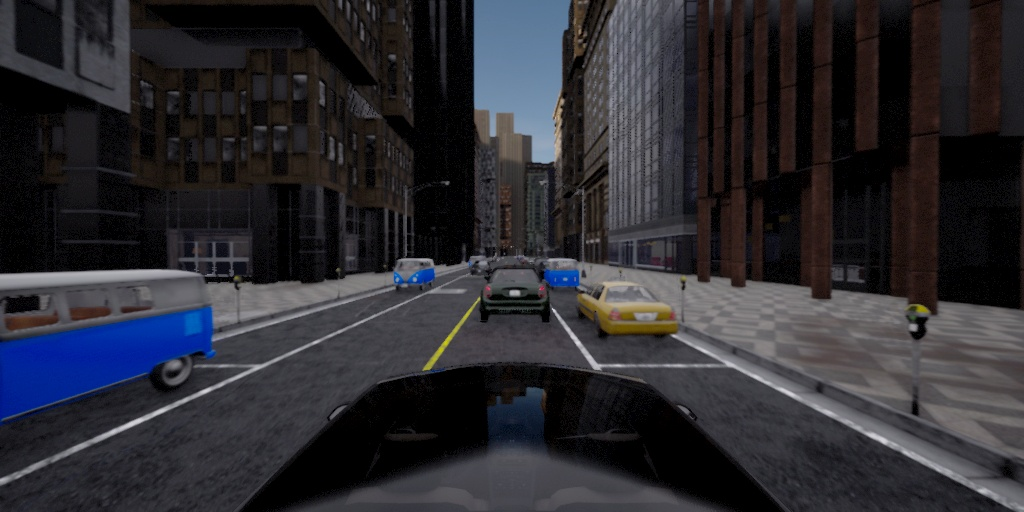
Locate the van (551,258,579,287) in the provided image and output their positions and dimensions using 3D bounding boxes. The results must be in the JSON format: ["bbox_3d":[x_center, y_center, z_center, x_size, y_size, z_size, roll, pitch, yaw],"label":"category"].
[{"bbox_3d":[2.862,1.032,21.096,1.690,1.789,3.998,0,0,0],"label":"van"}]

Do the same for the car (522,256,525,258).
[{"bbox_3d":[2.871,1.128,54.989,2.007,1.370,4.403,0,0,0],"label":"car"}]

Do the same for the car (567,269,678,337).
[{"bbox_3d":[2.859,1.251,9.969,1.751,1.417,4.829,0,0,0],"label":"car"}]

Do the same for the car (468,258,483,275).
[{"bbox_3d":[-3.086,1.167,36.457,1.812,1.442,4.674,0,0,0],"label":"car"}]

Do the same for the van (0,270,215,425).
[{"bbox_3d":[-5.667,1.083,4.144,1.690,1.789,3.998,0,0,0],"label":"van"}]

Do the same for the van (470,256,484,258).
[{"bbox_3d":[-5.654,0.919,54.984,1.690,1.789,3.998,0,0,0],"label":"van"}]

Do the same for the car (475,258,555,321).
[{"bbox_3d":[0.091,1.070,12.360,2.097,1.767,4.553,0,0,0],"label":"car"}]

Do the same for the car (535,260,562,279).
[{"bbox_3d":[3.154,1.160,31.902,1.837,1.490,4.892,0,0,0],"label":"car"}]

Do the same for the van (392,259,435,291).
[{"bbox_3d":[-5.663,1.031,21.091,1.690,1.789,3.998,0,0,0],"label":"van"}]
